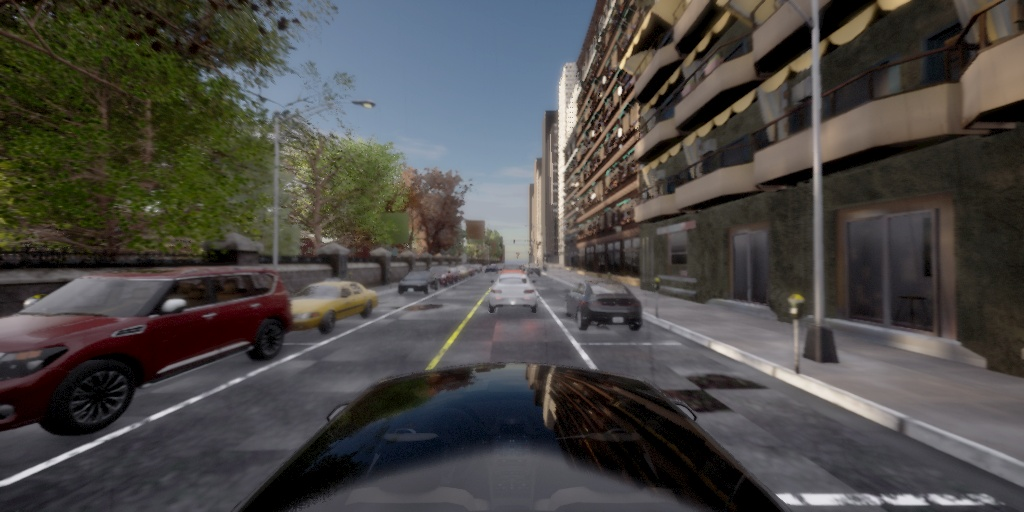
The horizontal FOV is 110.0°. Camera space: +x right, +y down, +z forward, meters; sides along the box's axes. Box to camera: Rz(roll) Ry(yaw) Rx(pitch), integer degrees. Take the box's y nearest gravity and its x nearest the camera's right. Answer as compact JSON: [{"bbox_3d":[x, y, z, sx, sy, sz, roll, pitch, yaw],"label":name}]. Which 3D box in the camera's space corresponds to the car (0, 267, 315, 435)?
[{"bbox_3d":[-5.692,1.112,5.738,2.192,1.841,5.009,0,0,0],"label":"car"}]

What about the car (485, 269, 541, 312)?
[{"bbox_3d":[0.049,1.432,14.986,1.812,1.442,4.674,0,0,0],"label":"car"}]

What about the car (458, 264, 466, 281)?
[{"bbox_3d":[-5.693,1.711,33.429,1.802,1.307,4.207,0,0,0],"label":"car"}]

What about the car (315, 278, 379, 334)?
[{"bbox_3d":[-5.692,1.388,11.106,1.751,1.417,4.829,0,0,0],"label":"car"}]

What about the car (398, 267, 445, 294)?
[{"bbox_3d":[-5.693,1.560,22.353,1.948,1.339,4.313,0,0,0],"label":"car"}]

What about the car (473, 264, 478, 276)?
[{"bbox_3d":[-5.695,1.704,44.506,1.967,1.591,4.097,0,0,0],"label":"car"}]

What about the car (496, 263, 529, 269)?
[{"bbox_3d":[0.042,1.428,29.154,2.097,1.767,4.553,0,-1,0],"label":"car"}]

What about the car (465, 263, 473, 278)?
[{"bbox_3d":[-5.694,1.722,38.797,1.751,1.417,4.829,0,0,0],"label":"car"}]

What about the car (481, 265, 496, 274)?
[{"bbox_3d":[-3.084,1.980,53.752,1.895,1.301,4.718,0,-1,0],"label":"car"}]

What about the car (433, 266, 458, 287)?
[{"bbox_3d":[-5.693,1.501,27.891,1.967,1.591,4.097,0,0,0],"label":"car"}]

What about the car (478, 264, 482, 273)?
[{"bbox_3d":[-5.773,1.952,55.581,2.007,1.370,4.403,0,0,0],"label":"car"}]

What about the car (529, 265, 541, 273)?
[{"bbox_3d":[2.686,1.815,44.509,2.007,1.370,4.403,0,0,0],"label":"car"}]

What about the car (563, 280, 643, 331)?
[{"bbox_3d":[2.688,1.413,11.279,2.007,1.370,4.403,0,0,0],"label":"car"}]
